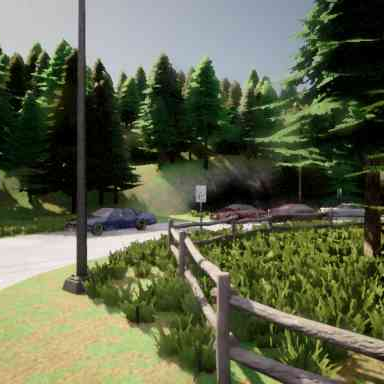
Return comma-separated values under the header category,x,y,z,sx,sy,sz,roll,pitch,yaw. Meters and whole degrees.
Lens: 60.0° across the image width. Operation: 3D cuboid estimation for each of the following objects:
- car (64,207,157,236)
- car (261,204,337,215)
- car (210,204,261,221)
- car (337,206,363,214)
category,x,y,z,sx,sy,sz,roll,pitch,yaw
car,-4.467,1.574,19.138,2.033,1.411,5.357,0,0,41
car,7.498,1.552,23.328,4.674,1.442,1.812,0,-1,-22
car,3.474,1.591,25.180,4.181,1.385,1.994,0,0,-26
car,12.992,1.628,28.079,4.718,1.301,1.895,0,0,-6
